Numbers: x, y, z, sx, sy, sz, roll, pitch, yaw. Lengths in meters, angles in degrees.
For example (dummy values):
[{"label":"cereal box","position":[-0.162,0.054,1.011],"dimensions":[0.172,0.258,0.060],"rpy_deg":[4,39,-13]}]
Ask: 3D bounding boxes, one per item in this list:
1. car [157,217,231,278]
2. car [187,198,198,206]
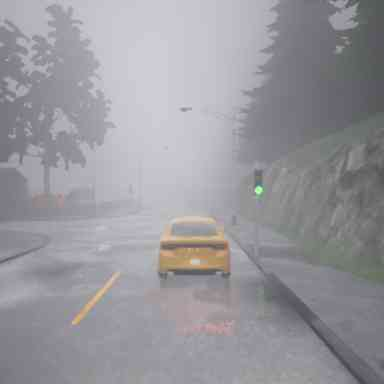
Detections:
[{"label":"car","position":[0.038,1.501,10.301],"dimensions":[1.882,1.535,5.008],"rpy_deg":[0,0,-1]},{"label":"car","position":[0.104,1.734,59.147],"dimensions":[1.895,1.301,4.718],"rpy_deg":[0,0,0]}]
